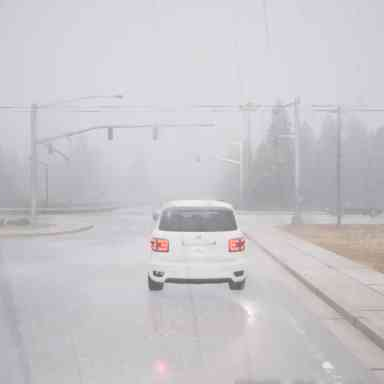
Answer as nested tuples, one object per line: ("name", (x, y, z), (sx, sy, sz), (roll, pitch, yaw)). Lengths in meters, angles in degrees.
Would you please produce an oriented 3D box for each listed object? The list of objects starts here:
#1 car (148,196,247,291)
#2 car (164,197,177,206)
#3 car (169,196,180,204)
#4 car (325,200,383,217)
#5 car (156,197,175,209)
("car", (0.061, 1.218, 9.178), (2.150, 2.045, 5.566), (0, 0, -2))
("car", (-3.593, 1.564, 55.974), (1.994, 1.385, 4.181), (0, 0, 0))
("car", (-3.471, 1.564, 65.840), (1.994, 1.385, 4.181), (0, 0, 1))
("car", (14.882, 1.518, 30.593), (4.902, 1.511, 2.128), (0, 0, 1))
("car", (-3.612, 1.491, 46.134), (2.128, 1.511, 4.902), (0, 0, 0))
